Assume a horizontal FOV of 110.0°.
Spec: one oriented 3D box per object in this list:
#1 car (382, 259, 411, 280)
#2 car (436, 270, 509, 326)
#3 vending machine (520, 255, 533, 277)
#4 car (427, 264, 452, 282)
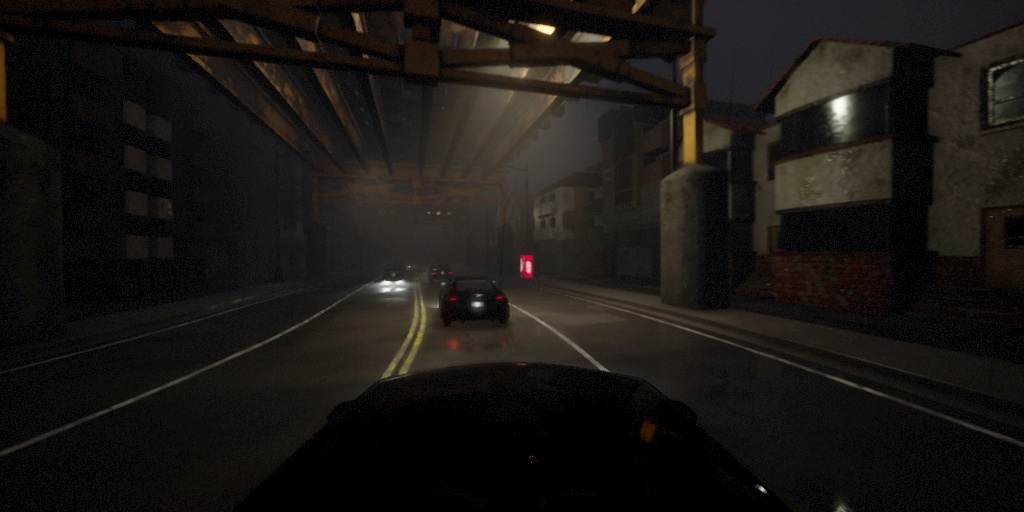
[{"bbox_3d":[-10.531,1.329,32.355,2.128,1.511,4.902,-1,0,-15],"label":"car"},{"bbox_3d":[-1.380,1.316,11.871,1.994,1.385,4.181,-1,0,-12],"label":"car"},{"bbox_3d":[1.262,0.894,30.886,1.100,2.100,0.880,0,0,-15],"label":"vending machine"},{"bbox_3d":[-5.836,1.332,29.198,2.033,1.411,5.357,-1,0,-15],"label":"car"}]
